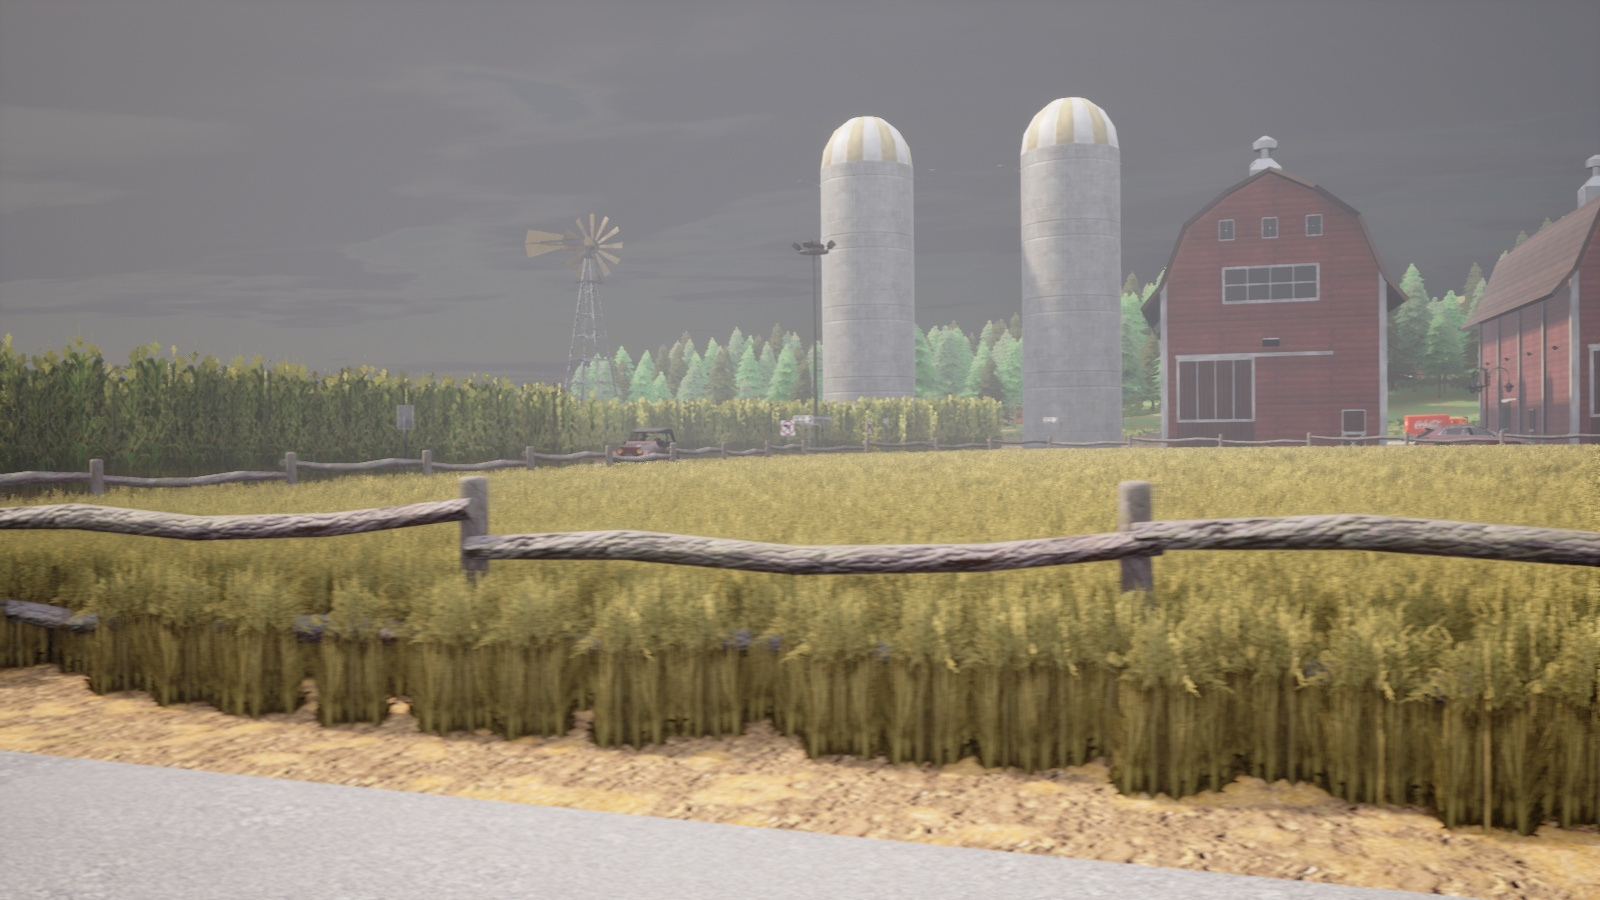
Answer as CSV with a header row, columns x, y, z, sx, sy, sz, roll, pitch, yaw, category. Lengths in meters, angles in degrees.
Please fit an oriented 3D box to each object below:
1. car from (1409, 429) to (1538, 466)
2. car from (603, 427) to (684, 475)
x,y,z,sx,sy,sz,roll,pitch,yaw,category
30.691,-0.113,57.404,4.856,1.649,2.033,0,1,15,car
-6.267,0.006,50.767,1.905,1.878,3.866,0,1,16,car
